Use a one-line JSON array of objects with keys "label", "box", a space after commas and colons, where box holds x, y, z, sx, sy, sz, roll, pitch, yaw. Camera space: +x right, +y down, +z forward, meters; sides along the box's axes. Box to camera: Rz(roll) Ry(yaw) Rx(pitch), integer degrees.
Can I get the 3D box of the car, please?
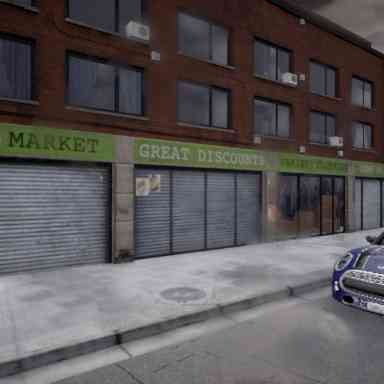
[{"label": "car", "box": [4.930, 1.352, 6.903, 4.553, 1.767, 2.097, 0, 0, -36]}]
